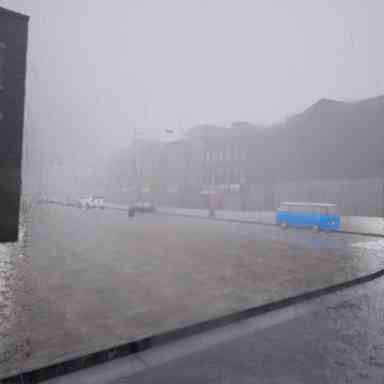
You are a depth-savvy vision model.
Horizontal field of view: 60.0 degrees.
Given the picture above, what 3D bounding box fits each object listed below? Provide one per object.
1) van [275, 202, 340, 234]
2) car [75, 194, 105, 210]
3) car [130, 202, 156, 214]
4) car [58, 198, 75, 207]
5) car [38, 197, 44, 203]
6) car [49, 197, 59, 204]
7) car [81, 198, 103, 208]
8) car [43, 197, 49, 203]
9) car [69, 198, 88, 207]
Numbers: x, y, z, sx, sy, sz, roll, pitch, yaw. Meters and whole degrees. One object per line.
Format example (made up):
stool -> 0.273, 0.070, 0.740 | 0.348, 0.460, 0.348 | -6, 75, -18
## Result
van -> 6.990, 1.542, 20.434 | 1.690, 1.788, 3.998 | 3, -2, -35
car -> -13.464, 1.344, 44.768 | 2.150, 2.045, 5.566 | 3, -2, -35
car -> -5.684, 1.794, 38.255 | 1.802, 1.307, 4.206 | 3, -2, -35
car -> -19.170, 1.747, 52.687 | 1.895, 1.301, 4.718 | 3, -2, -35
car -> -34.181, 1.821, 78.365 | 1.967, 1.590, 4.097 | 3, -2, -35
car -> -27.948, 1.854, 69.589 | 1.752, 1.417, 4.829 | 3, -2, -35
car -> -16.321, 1.747, 53.887 | 1.882, 1.535, 5.008 | 3, -2, -35
car -> -31.019, 1.935, 73.906 | 1.802, 1.307, 4.206 | 3, -2, -35
car -> -20.370, 1.819, 59.597 | 1.812, 1.442, 4.674 | 3, -2, -35
